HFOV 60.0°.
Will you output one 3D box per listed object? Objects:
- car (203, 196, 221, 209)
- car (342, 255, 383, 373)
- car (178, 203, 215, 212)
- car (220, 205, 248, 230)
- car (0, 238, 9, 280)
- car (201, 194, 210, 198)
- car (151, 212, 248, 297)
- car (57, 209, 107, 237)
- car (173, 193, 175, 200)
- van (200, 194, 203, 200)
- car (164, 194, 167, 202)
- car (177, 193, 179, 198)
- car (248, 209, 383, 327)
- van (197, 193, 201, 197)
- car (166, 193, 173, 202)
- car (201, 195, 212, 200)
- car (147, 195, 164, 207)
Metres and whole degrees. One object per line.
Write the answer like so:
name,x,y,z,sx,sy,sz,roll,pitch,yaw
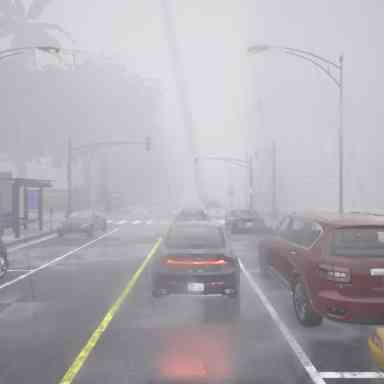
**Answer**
car,2.813,1.545,44.248,1.947,1.339,4.313,0,0,0
car,2.762,1.525,1.705,1.752,1.417,4.829,0,0,0
car,0.024,1.559,18.571,1.994,1.385,4.181,0,0,0
car,2.781,1.561,17.811,1.947,1.339,4.313,0,0,0
car,-5.758,1.439,6.987,1.967,1.590,4.097,0,0,0
car,2.827,1.496,55.259,1.752,1.417,4.829,0,0,0
car,0.086,1.503,8.542,1.837,1.490,4.892,0,0,0
car,-5.744,1.577,17.839,1.802,1.307,4.206,0,0,0
car,-5.674,1.260,76.800,2.192,1.841,5.009,0,0,0
van,2.832,1.306,60.509,1.690,1.788,3.998,0,0,0
car,-5.699,1.411,55.118,1.967,1.590,4.097,0,0,0
car,-5.654,1.234,93.061,2.192,1.841,5.009,0,0,0
car,2.767,1.314,6.960,2.192,1.841,5.009,0,0,0
van,2.859,1.278,82.190,1.690,1.788,3.998,0,0,0
car,-5.680,1.392,71.379,1.967,1.590,4.097,0,0,0
car,2.820,1.541,49.668,1.947,1.339,4.313,0,0,0
car,-5.706,1.526,49.698,2.008,1.369,4.403,0,0,0
